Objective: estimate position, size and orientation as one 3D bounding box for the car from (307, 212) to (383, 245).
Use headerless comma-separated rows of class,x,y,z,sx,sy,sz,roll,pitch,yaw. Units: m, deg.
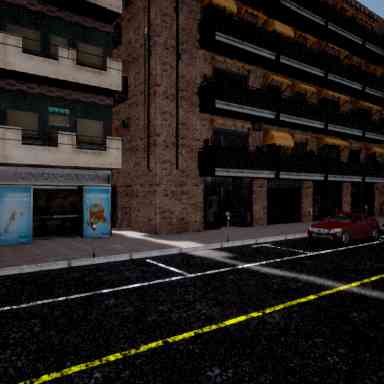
car,7.172,1.583,15.538,4.206,1.307,1.802,0,0,-35
